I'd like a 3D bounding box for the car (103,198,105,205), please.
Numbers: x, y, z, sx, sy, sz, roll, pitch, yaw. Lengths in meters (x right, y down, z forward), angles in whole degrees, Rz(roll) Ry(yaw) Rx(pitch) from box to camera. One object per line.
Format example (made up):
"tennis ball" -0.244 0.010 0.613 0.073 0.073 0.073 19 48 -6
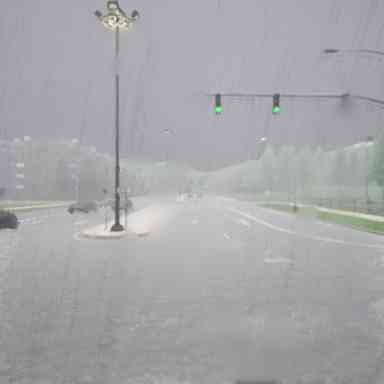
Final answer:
"car" -11.496 1.433 46.349 1.812 1.442 4.674 0 0 0

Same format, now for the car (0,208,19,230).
"car" -11.497 1.560 18.497 1.994 1.385 4.181 0 0 0

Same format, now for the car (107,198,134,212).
"car" -8.061 1.485 38.908 2.128 1.511 4.902 0 0 0

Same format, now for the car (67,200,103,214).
"car" -11.578 1.540 35.801 2.033 1.411 5.357 0 0 0
